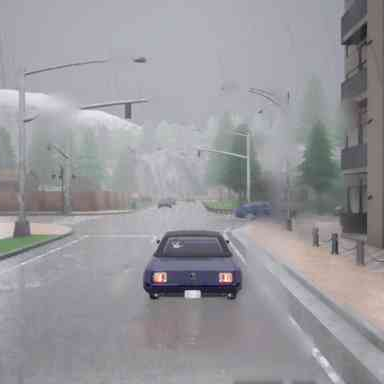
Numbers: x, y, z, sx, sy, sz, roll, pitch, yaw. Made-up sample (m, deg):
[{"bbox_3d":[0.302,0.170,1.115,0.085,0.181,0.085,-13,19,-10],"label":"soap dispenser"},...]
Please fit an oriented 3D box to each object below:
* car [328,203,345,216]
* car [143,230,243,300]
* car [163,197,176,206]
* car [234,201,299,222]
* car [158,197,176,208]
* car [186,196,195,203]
[{"bbox_3d":[14.710,1.379,29.883,4.553,1.767,2.097,0,0,-1],"label":"car"},{"bbox_3d":[0.026,1.604,8.372,1.895,1.301,4.718,0,0,0],"label":"car"},{"bbox_3d":[-3.815,1.586,57.877,1.994,1.385,4.181,0,0,1],"label":"car"},{"bbox_3d":[5.792,1.498,25.996,5.008,1.535,1.882,0,0,-1],"label":"car"},{"bbox_3d":[-3.789,1.566,47.888,2.033,1.411,5.357,0,0,0],"label":"car"},{"bbox_3d":[-0.304,1.574,68.221,2.033,1.411,5.357,0,0,0],"label":"car"}]
